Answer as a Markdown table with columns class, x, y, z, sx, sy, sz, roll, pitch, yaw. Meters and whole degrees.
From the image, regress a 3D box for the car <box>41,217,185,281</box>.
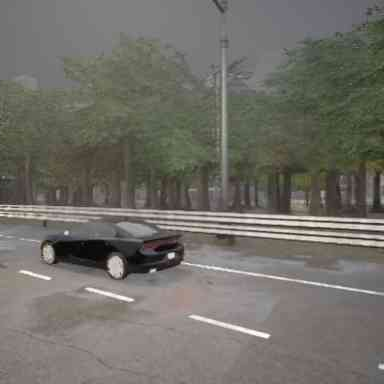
| class | x | y | z | sx | sy | sz | roll | pitch | yaw |
| --- | --- | --- | --- | --- | --- | --- | --- | --- | --- |
| car | -2.547 | 1.505 | 9.986 | 5.008 | 1.535 | 1.882 | 0 | 0 | 36 |
